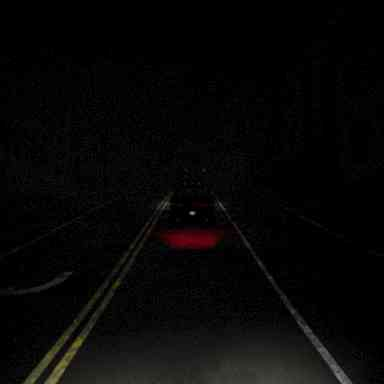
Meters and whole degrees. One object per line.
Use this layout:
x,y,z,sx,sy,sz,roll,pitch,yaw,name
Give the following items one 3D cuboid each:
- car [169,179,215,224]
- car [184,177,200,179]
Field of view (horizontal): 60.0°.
0.015,0.431,15.464,1.882,1.535,5.008,0,6,0,car
0.036,-0.759,31.289,1.895,1.301,4.718,0,2,1,car
